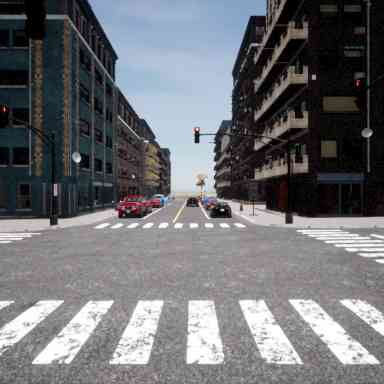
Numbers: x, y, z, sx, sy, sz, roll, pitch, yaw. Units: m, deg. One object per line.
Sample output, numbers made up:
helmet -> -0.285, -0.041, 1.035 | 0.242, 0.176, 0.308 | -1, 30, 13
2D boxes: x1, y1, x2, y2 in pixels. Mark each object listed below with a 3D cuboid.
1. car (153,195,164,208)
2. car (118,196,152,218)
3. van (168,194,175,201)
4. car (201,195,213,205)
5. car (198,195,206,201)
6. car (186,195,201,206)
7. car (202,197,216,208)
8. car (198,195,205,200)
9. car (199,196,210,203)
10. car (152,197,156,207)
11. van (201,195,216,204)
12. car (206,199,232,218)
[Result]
car -> -5.305, 1.533, 46.856 | 1.887, 1.381, 4.507 | 0, 0, 0
car -> -5.308, 1.311, 30.200 | 2.192, 1.841, 5.009 | 0, 0, 0
van -> -5.298, 1.302, 85.720 | 1.690, 1.788, 3.998 | 0, 0, 0
car -> 2.577, 1.422, 57.959 | 1.967, 1.590, 4.097 | 0, 0, 0
car -> 2.581, 1.506, 85.719 | 1.887, 1.381, 4.507 | 0, 0, 0
car -> 0.110, 1.490, 52.840 | 1.837, 1.490, 4.892 | 0, 0, 0
car -> 2.574, 1.573, 41.303 | 1.802, 1.307, 4.206 | 0, 0, 0
car -> 2.582, 1.500, 91.272 | 1.887, 1.381, 4.507 | 0, 0, 0
car -> 2.579, 1.526, 69.063 | 2.008, 1.369, 4.403 | 0, 0, 0
car -> -5.308, 1.539, 35.752 | 1.887, 1.381, 4.507 | 0, 0, 0
van -> 2.575, 1.330, 46.855 | 1.690, 1.788, 3.998 | 0, 0, 0
car -> 2.572, 1.562, 30.199 | 1.947, 1.339, 4.313 | 0, 0, 0
